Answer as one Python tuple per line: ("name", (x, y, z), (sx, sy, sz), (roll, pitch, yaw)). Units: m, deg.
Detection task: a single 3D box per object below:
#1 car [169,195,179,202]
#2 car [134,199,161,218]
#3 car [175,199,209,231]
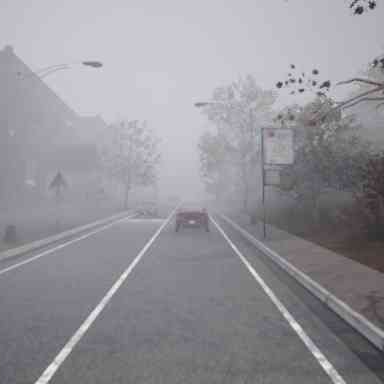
("car", (-3.785, 1.285, 70.465), (1.882, 1.535, 5.008), (0, 0, 1))
("car", (-3.753, 1.425, 28.746), (1.837, 1.490, 4.892), (0, 0, 0))
("car", (-0.007, 1.420, 19.999), (1.882, 1.535, 5.008), (0, 0, 0))
